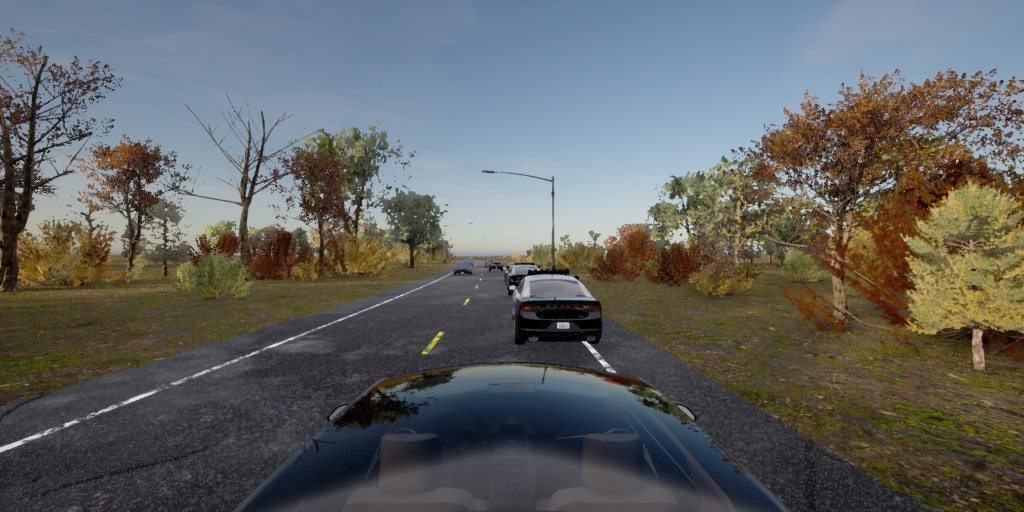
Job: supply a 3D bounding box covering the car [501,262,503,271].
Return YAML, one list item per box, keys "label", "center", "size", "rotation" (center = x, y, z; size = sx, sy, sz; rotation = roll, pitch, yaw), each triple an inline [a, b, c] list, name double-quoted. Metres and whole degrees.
- label: "car"
  center: [0.413, 1.217, 25.665]
  size: [1.882, 1.535, 5.008]
  rotation: [0, 0, -3]

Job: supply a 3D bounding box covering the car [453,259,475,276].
- label: "car"
  center: [-5.000, 1.284, 37.337]
  size: [2.033, 1.411, 5.357]
  rotation: [0, 0, -4]

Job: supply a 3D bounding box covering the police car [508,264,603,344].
- label: "police car"
  center: [0.969, 1.174, 9.695]
  size: [1.930, 1.638, 5.238]
  rotation: [0, 0, -1]

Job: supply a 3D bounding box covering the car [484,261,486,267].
- label: "car"
  center: [-3.516, 1.209, 60.227]
  size: [2.128, 1.511, 4.902]
  rotation: [0, 0, -7]

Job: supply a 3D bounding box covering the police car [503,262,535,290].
- label: "police car"
  center: [0.679, 1.170, 19.747]
  size: [1.930, 1.638, 5.238]
  rotation: [0, 0, -2]

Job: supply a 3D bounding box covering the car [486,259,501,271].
- label: "car"
  center: [-2.169, 1.234, 47.337]
  size: [1.837, 1.490, 4.892]
  rotation: [0, 0, -5]
